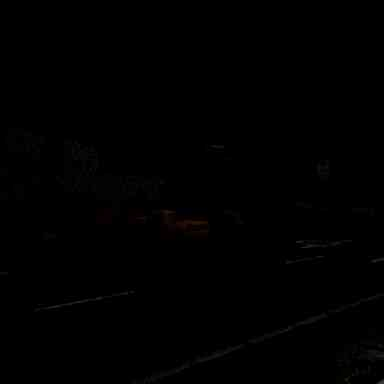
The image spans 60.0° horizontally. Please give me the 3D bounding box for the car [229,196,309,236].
[{"bbox_3d":[3.318,1.260,18.910,5.566,2.045,2.435,-1,-1,35],"label":"car"}]

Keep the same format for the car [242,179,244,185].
[{"bbox_3d":[11.781,-2.048,72.286,2.002,1.452,4.674,7,3,35],"label":"car"}]

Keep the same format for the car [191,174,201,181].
[{"bbox_3d":[3.061,-3.704,84.502,2.435,2.045,5.566,7,3,34],"label":"car"}]

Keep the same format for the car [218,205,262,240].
[{"bbox_3d":[0.893,1.546,17.148,4.674,1.452,2.002,-1,-1,35],"label":"car"}]

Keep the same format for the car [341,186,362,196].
[{"bbox_3d":[25.611,0.131,52.566,2.002,1.452,4.674,7,3,35],"label":"car"}]

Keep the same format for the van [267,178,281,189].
[{"bbox_3d":[16.929,-1.496,64.772,1.878,1.987,4.442,7,4,35],"label":"van"}]

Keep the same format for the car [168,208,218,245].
[{"bbox_3d":[-1.710,1.501,15.516,5.366,1.575,1.946,-1,-1,34],"label":"car"}]

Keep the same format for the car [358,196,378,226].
[{"bbox_3d":[10.770,1.400,24.048,4.553,1.767,2.185,-1,-1,35],"label":"car"}]

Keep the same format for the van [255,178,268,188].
[{"bbox_3d":[15.195,-1.769,67.240,1.878,1.987,4.442,7,4,35],"label":"van"}]

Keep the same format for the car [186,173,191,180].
[{"bbox_3d":[1.263,-3.855,86.965,2.185,1.767,4.553,6,3,34],"label":"car"}]

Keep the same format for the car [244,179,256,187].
[{"bbox_3d":[13.616,-1.817,69.968,1.946,1.575,5.366,7,3,35],"label":"car"}]

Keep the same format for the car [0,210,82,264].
[{"bbox_3d":[-6.469,1.523,11.935,4.792,1.488,2.163,-1,-1,34],"label":"car"}]

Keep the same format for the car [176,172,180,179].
[{"bbox_3d":[-2.247,-4.367,91.777,2.435,2.045,5.566,1,-1,34],"label":"car"}]

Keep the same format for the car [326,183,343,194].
[{"bbox_3d":[23.916,-0.431,55.036,2.435,2.045,5.566,7,3,35],"label":"car"}]

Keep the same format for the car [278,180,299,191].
[{"bbox_3d":[18.693,-0.997,62.412,2.231,1.521,4.892,7,3,35],"label":"car"}]

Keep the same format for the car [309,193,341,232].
[{"bbox_3d":[5.828,1.265,20.619,5.566,2.045,2.435,-1,-1,35],"label":"car"}]

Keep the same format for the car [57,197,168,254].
[{"bbox_3d":[-4.027,1.246,13.684,5.566,2.045,2.435,-1,-1,34],"label":"car"}]

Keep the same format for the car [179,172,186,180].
[{"bbox_3d":[-0.472,-4.090,89.432,2.185,1.767,4.553,4,1,33],"label":"car"}]

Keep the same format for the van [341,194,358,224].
[{"bbox_3d":[8.364,1.294,22.293,4.442,1.987,1.878,-1,-1,35],"label":"van"}]

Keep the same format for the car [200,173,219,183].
[{"bbox_3d":[4.916,-3.181,82.246,1.946,1.575,5.366,7,3,34],"label":"car"}]

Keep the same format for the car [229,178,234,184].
[{"bbox_3d":[10.034,-2.322,74.745,2.002,1.452,4.674,7,3,35],"label":"car"}]
